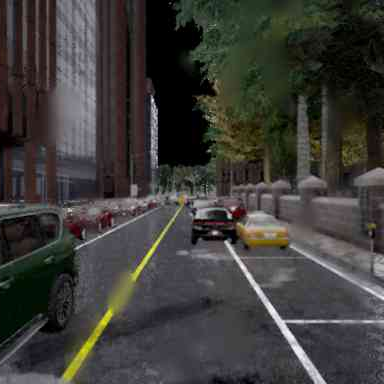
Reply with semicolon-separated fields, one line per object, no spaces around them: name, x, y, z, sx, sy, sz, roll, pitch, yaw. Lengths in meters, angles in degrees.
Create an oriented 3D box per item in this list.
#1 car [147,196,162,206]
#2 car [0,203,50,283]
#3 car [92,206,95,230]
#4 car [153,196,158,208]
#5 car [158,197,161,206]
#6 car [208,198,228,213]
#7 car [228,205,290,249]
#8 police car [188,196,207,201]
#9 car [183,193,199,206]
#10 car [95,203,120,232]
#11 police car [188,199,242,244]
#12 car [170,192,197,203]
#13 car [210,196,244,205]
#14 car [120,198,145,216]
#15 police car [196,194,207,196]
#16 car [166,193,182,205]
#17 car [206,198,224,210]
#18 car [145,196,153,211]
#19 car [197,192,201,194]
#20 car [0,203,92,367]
car;-5.776;1.356;51.906;1.752;1.417;4.829;0;0;0
car;-5.765;1.284;8.420;2.192;1.841;5.009;0;0;0
car;-5.766;1.495;13.877;1.887;1.381;4.507;0;0;0
car;-5.773;1.408;41.163;1.887;1.381;4.507;0;0;0
car;-5.775;1.287;46.619;1.967;1.590;4.097;0;0;0
car;2.753;1.405;35.880;1.752;1.417;4.829;0;0;0
car;2.758;1.475;14.054;1.752;1.417;4.829;0;0;0
police car;0.875;1.338;25.540;1.930;1.638;5.238;0;0;0
car;-0.012;1.340;50.283;1.837;1.490;4.892;0;0;0
car;-5.768;1.477;19.335;1.887;1.381;4.507;0;0;0
police car;0.896;1.370;15.540;1.930;1.638;5.238;0;0;0
car;-1.598;1.279;61.381;1.882;1.535;5.008;1;0;-38
car;2.756;1.230;24.796;2.192;1.841;5.009;0;0;0
car;-5.771;1.337;30.248;1.967;1.590;4.097;0;0;0
police car;0.892;1.319;31.541;1.930;1.638;5.238;0;0;0
car;-3.025;1.353;53.038;1.812;1.442;4.674;0;0;0
car;2.752;1.429;41.167;1.947;1.339;4.313;0;0;0
car;-5.772;1.431;35.706;2.008;1.369;4.403;0;0;0
car;2.742;1.180;84.048;1.967;1.590;4.097;0;0;0
car;-3.101;1.207;3.814;2.150;2.045;5.566;0;0;0
